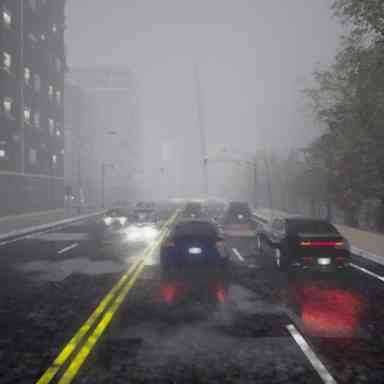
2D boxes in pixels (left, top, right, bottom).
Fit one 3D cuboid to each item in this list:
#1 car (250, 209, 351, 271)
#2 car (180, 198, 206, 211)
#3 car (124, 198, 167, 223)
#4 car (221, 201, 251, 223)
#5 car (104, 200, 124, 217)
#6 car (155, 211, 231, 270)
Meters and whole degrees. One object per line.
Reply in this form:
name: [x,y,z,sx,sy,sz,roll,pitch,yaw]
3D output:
car: [3.335,1.476,10.784,1.837,1.490,4.892,0,0,0]
car: [0.088,1.459,25.484,1.812,1.442,4.674,0,0,0]
car: [-3.334,1.428,24.666,2.128,1.511,4.902,0,0,0]
car: [3.336,1.438,25.122,1.837,1.490,4.892,0,0,0]
car: [-6.555,1.469,30.826,2.033,1.411,5.357,0,0,0]
car: [0.086,1.534,10.919,1.994,1.385,4.181,0,0,0]
